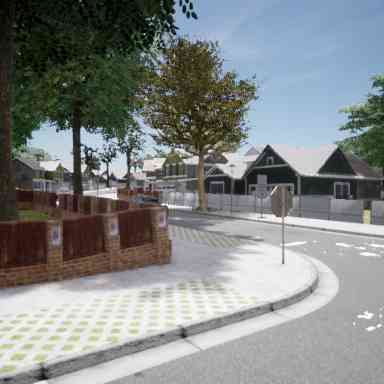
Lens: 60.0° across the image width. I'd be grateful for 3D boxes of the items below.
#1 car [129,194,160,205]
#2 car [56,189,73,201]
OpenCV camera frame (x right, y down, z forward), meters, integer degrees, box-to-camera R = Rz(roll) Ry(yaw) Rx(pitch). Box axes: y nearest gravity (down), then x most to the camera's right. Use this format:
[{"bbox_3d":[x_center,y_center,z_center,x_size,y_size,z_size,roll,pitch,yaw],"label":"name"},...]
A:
[{"bbox_3d":[-4.801,1.011,32.049,1.837,1.490,4.892,1,0,-33],"label":"car"},{"bbox_3d":[-18.055,0.325,47.055,2.097,1.767,4.553,0,1,-31],"label":"car"}]
